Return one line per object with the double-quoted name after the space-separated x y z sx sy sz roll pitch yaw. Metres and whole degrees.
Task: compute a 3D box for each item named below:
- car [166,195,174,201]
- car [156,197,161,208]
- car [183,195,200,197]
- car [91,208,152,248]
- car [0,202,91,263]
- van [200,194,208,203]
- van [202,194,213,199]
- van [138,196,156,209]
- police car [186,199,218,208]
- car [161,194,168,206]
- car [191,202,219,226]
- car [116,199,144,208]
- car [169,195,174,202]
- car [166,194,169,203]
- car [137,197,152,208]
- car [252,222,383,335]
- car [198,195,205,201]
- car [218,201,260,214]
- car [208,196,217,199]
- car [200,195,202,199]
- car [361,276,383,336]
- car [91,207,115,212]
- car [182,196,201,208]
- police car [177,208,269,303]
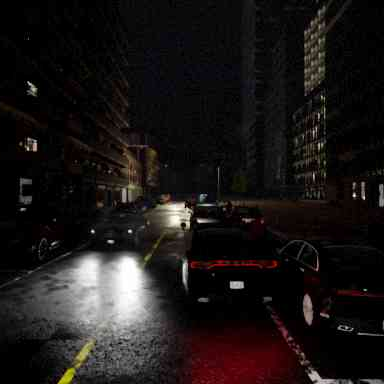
-5.845 1.588 90.167 1.887 1.381 4.507 1 0 0 "car"
-5.762 1.543 45.440 1.752 1.417 4.829 1 0 0 "car"
-0.102 1.500 55.729 1.882 1.535 5.008 0 0 0 "car"
-3.128 1.605 15.041 1.895 1.301 4.718 0 0 0 "car"
-5.698 1.319 12.191 2.192 1.841 5.009 1 0 0 "car"
2.569 1.373 73.473 1.690 1.788 3.998 1 0 0 "van"
2.621 1.358 45.625 1.690 1.788 3.998 1 0 0 "van"
-5.749 1.356 40.041 1.690 1.788 3.998 1 0 0 "van"
0.799 1.431 18.417 1.930 1.638 5.238 0 0 -1 "police car"
-5.783 1.573 56.748 2.008 1.369 4.403 1 0 0 "car"
0.855 1.513 24.320 1.837 1.490 4.892 0 0 0 "car"
-5.732 1.575 28.901 1.947 1.339 4.313 1 0 0 "car"
-5.811 1.347 73.458 2.192 1.841 5.009 1 0 0 "car"
-5.793 1.551 62.149 1.752 1.417 4.829 1 0 0 "car"
-5.743 1.563 34.470 2.008 1.369 4.403 1 0 0 "car"
2.689 1.553 6.636 2.008 1.369 4.403 1 0 0 "car"
2.535 1.569 90.351 1.752 1.417 4.829 1 0 0 "car"
2.670 1.445 17.775 1.967 1.590 4.097 1 0 0 "car"
2.650 1.450 28.916 1.967 1.590 4.097 1 0 0 "car"
2.596 1.605 56.763 1.802 1.307 4.206 1 0 0 "car"
2.699 1.551 1.068 2.008 1.369 4.403 1 0 0 "car"
-5.712 1.550 17.761 1.887 1.381 4.507 1 0 0 "car"
-0.064 1.618 45.810 1.895 1.301 4.718 0 0 0 "car"
0.669 1.427 8.415 1.930 1.638 5.238 0 0 -3 "police car"
